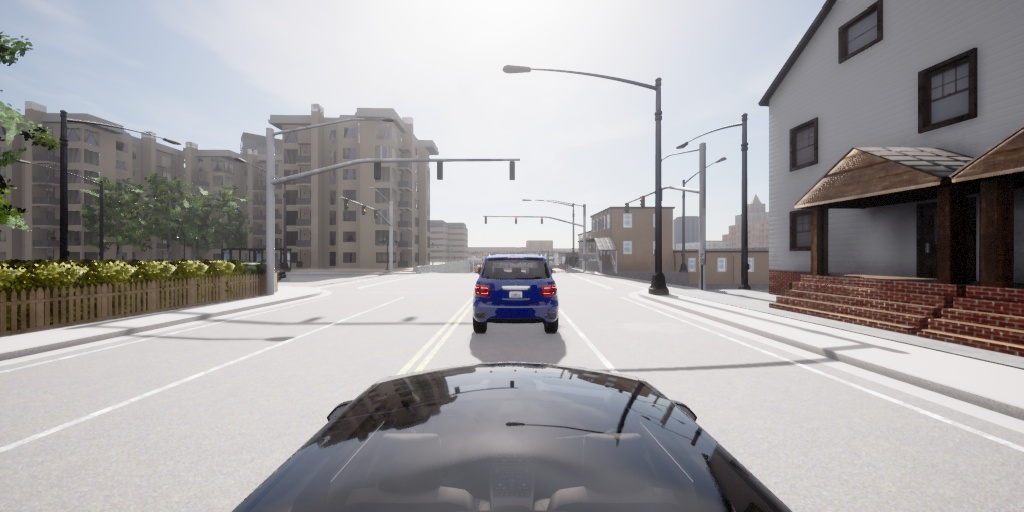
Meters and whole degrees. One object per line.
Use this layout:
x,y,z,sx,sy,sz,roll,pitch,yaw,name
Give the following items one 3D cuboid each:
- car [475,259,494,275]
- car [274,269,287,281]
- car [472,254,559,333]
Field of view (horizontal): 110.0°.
-3.562,1.506,46.886,2.097,1.767,4.553,1,-5,0,car
-20.347,1.255,28.067,4.892,1.490,1.837,0,0,1,car
0.100,0.971,10.866,2.150,2.045,5.566,0,0,0,car
